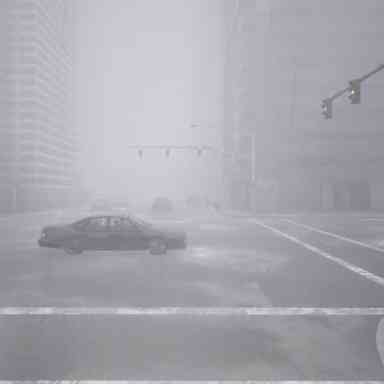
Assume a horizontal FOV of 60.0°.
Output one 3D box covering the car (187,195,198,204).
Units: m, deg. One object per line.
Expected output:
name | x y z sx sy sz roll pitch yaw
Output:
car | 0.063 1.352 63.504 2.097 1.767 4.553 0 0 0

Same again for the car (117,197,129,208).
car | -10.620 1.526 49.635 1.812 1.442 4.674 0 0 0

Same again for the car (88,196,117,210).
car | -10.624 1.505 39.376 1.837 1.490 4.892 0 0 0

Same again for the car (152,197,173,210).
car | -3.482 1.352 40.040 2.097 1.767 4.553 0 0 1

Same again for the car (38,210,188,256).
car | -2.833 1.547 12.531 5.357 1.411 2.033 0 0 0
